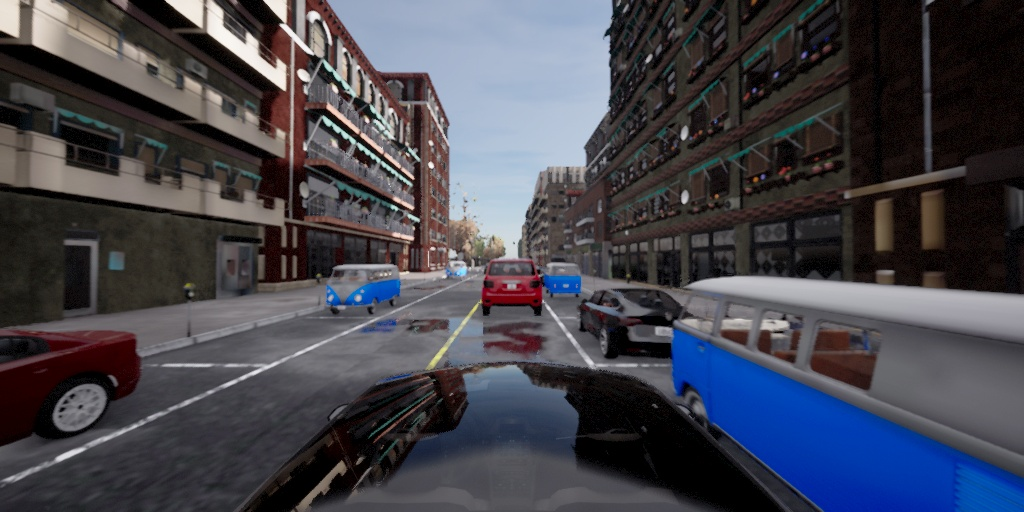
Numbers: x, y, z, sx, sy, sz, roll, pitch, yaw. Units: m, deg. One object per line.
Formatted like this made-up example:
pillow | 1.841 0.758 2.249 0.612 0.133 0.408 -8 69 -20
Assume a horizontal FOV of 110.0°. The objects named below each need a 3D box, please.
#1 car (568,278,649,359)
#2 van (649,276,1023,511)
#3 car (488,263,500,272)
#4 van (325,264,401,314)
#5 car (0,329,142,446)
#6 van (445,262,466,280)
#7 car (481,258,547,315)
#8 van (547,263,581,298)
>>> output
car | 2.688 1.385 8.411 1.948 1.339 4.313 0 0 0
van | 2.691 1.102 2.751 1.690 1.789 3.998 0 0 0
car | -3.055 1.913 61.405 1.837 1.490 4.892 0 -1 0
van | -5.696 1.219 14.068 1.690 1.789 3.998 0 0 0
car | -5.689 1.306 2.746 1.888 1.381 4.507 0 0 0
van | -5.710 1.464 36.714 1.690 1.789 3.998 0 0 0
car | 0.005 1.107 14.456 2.150 2.045 5.566 0 0 0
van | 2.681 1.279 19.736 1.690 1.789 3.998 0 0 0
